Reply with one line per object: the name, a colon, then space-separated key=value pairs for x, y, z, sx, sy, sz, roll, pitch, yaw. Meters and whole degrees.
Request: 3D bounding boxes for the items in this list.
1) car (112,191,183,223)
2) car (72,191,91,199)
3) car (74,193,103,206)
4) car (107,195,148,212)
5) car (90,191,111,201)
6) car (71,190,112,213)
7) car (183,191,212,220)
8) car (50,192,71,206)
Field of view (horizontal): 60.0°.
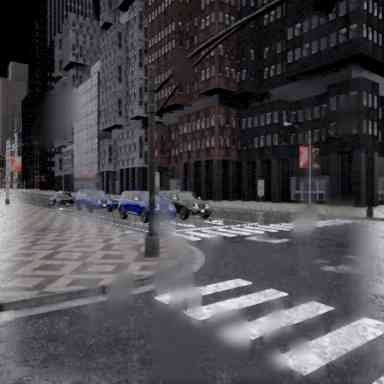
car: x=-3.296 y=0.950 z=23.396 sx=2.150 sy=2.045 sz=5.566 roll=0 pitch=1 yaw=-36
car: x=-22.033 y=0.523 z=66.115 sx=2.128 sy=1.511 sz=4.902 roll=0 pitch=1 yaw=-36
car: x=-13.437 y=0.901 z=42.911 sx=2.128 sy=1.511 sz=4.902 roll=0 pitch=1 yaw=-36
car: x=-6.524 y=1.073 z=33.372 sx=2.128 sy=1.511 sz=4.902 roll=0 pitch=1 yaw=-36
car: x=-15.867 y=0.675 z=57.627 sx=1.882 sy=1.535 sz=5.008 roll=0 pitch=1 yaw=-36
car: x=-9.387 y=0.803 z=31.781 sx=2.150 sy=2.045 sz=5.566 roll=0 pitch=1 yaw=-36
car: x=-0.811 y=0.940 z=25.523 sx=2.150 sy=2.045 sz=5.566 roll=0 pitch=1 yaw=-34
car: x=-15.818 y=1.023 z=40.653 sx=1.895 sy=1.301 sz=4.718 roll=0 pitch=1 yaw=-36
